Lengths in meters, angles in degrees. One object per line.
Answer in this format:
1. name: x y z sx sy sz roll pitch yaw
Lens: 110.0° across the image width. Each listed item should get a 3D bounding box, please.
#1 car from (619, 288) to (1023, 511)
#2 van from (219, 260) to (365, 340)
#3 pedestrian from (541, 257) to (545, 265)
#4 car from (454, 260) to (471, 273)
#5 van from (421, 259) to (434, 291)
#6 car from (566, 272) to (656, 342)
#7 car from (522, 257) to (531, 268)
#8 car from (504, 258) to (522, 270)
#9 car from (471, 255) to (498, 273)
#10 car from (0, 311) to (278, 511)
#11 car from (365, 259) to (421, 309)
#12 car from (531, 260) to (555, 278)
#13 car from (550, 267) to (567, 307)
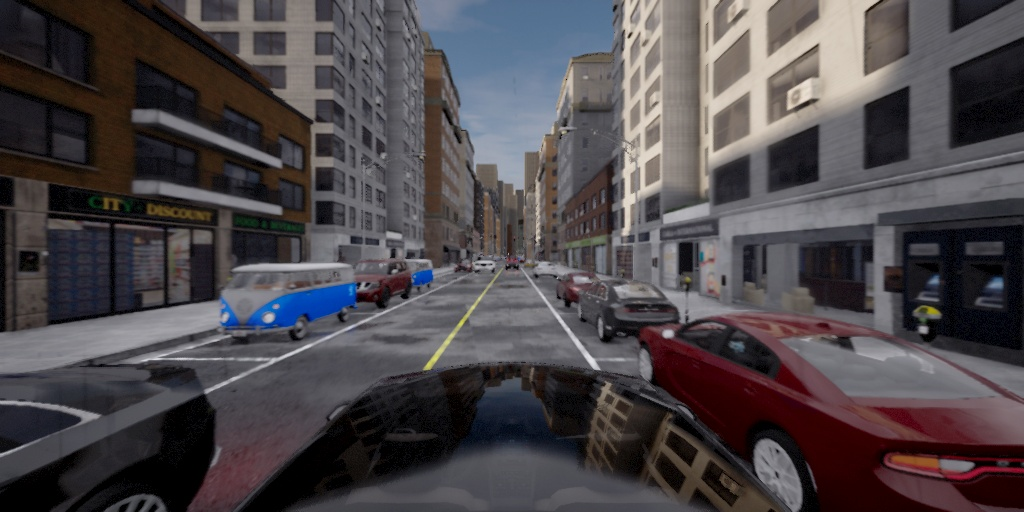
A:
1. car: 2.858 1.293 4.032 1.888 1.381 4.507 0 0 0
2. van: -5.667 1.083 9.559 1.690 1.789 3.998 0 0 0
3. pedestrian: 3.003 1.003 35.953 0.375 1.860 0.375 0 0 -10
4. car: -5.665 1.139 42.714 1.967 1.591 4.097 0 0 0
5. van: -5.663 1.071 20.609 1.690 1.789 3.998 0 0 0
6. car: 2.859 1.293 9.557 2.007 1.370 4.403 0 0 0
7. car: 2.862 1.206 59.460 1.751 1.417 4.829 0 0 0
8. car: 0.053 1.290 51.198 1.895 1.301 4.718 0 0 1
9. car: -3.079 0.925 41.832 2.150 2.045 5.566 0 0 0
10. car: -3.062 1.243 0.551 2.128 1.511 4.902 0 0 0
11. car: -5.667 1.051 15.085 2.192 1.841 5.009 0 0 0
12. car: 3.003 1.240 33.117 1.812 1.442 4.674 0 0 0
13. car: 2.859 1.319 15.083 1.802 1.307 4.207 0 0 0
